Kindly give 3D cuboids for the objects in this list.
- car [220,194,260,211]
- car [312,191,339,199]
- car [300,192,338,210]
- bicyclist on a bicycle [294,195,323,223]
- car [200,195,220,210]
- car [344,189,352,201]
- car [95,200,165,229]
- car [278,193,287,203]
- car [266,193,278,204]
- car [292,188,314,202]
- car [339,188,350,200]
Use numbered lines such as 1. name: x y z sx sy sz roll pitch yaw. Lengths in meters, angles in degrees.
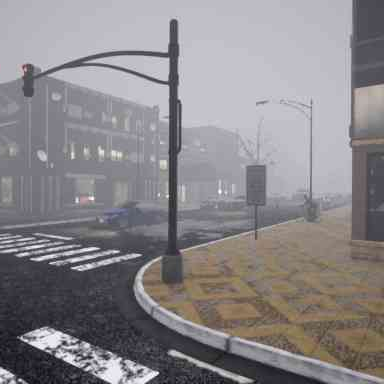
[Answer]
1. car: 5.018 0.951 32.308 1.882 1.535 5.008 1 2 35
2. car: 18.587 0.788 46.281 1.895 1.301 4.718 1 1 35
3. car: 12.701 0.993 33.035 2.008 1.369 4.403 2 2 35
4. bicyclist on a bicycle: 6.821 1.003 19.567 1.656 1.620 0.582 0 1 35
5. car: 2.440 1.011 33.345 2.008 1.369 4.403 2 2 35
6. car: 25.469 0.618 51.649 1.887 1.381 4.507 2 2 35
7. car: -3.549 1.246 19.935 1.812 1.442 4.674 1 2 36
8. car: 12.158 0.766 47.209 1.802 1.307 4.206 2 2 35
9. car: 8.917 0.821 42.589 1.887 1.381 4.507 2 2 35
10. car: 16.329 0.433 48.461 2.150 2.045 5.566 1 1 35
11. car: 24.271 0.571 54.515 2.033 1.411 5.357 1 1 36
